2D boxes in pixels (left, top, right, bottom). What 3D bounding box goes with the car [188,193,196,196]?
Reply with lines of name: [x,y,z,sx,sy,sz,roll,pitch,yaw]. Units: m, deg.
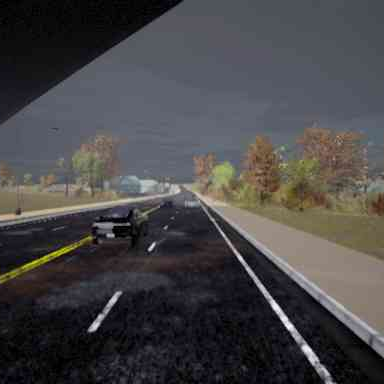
car: [0.019,1.008,83.842,2.128,1.511,4.902,0,0,0]

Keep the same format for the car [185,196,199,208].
car: [0.026,1.586,44.939,1.895,1.301,4.718,0,0,1]

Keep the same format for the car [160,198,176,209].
car: [-3.141,1.482,44.057,2.033,1.411,5.357,0,0,0]

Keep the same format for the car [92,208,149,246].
car: [-3.146,1.469,15.284,2.128,1.511,4.902,0,0,0]
